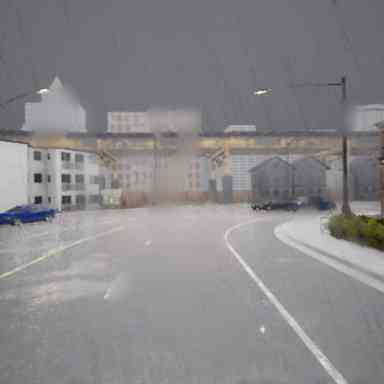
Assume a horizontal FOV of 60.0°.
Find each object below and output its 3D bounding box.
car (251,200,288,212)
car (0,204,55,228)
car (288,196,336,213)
[{"bbox_3d":[8.716,1.476,35.932,4.718,1.301,1.895,-1,0,-33],"label":"car"},{"bbox_3d":[-12.526,1.712,24.895,1.882,1.535,5.008,-1,0,19],"label":"car"},{"bbox_3d":[12.433,1.160,33.779,4.553,1.767,2.097,-1,0,-28],"label":"car"}]
